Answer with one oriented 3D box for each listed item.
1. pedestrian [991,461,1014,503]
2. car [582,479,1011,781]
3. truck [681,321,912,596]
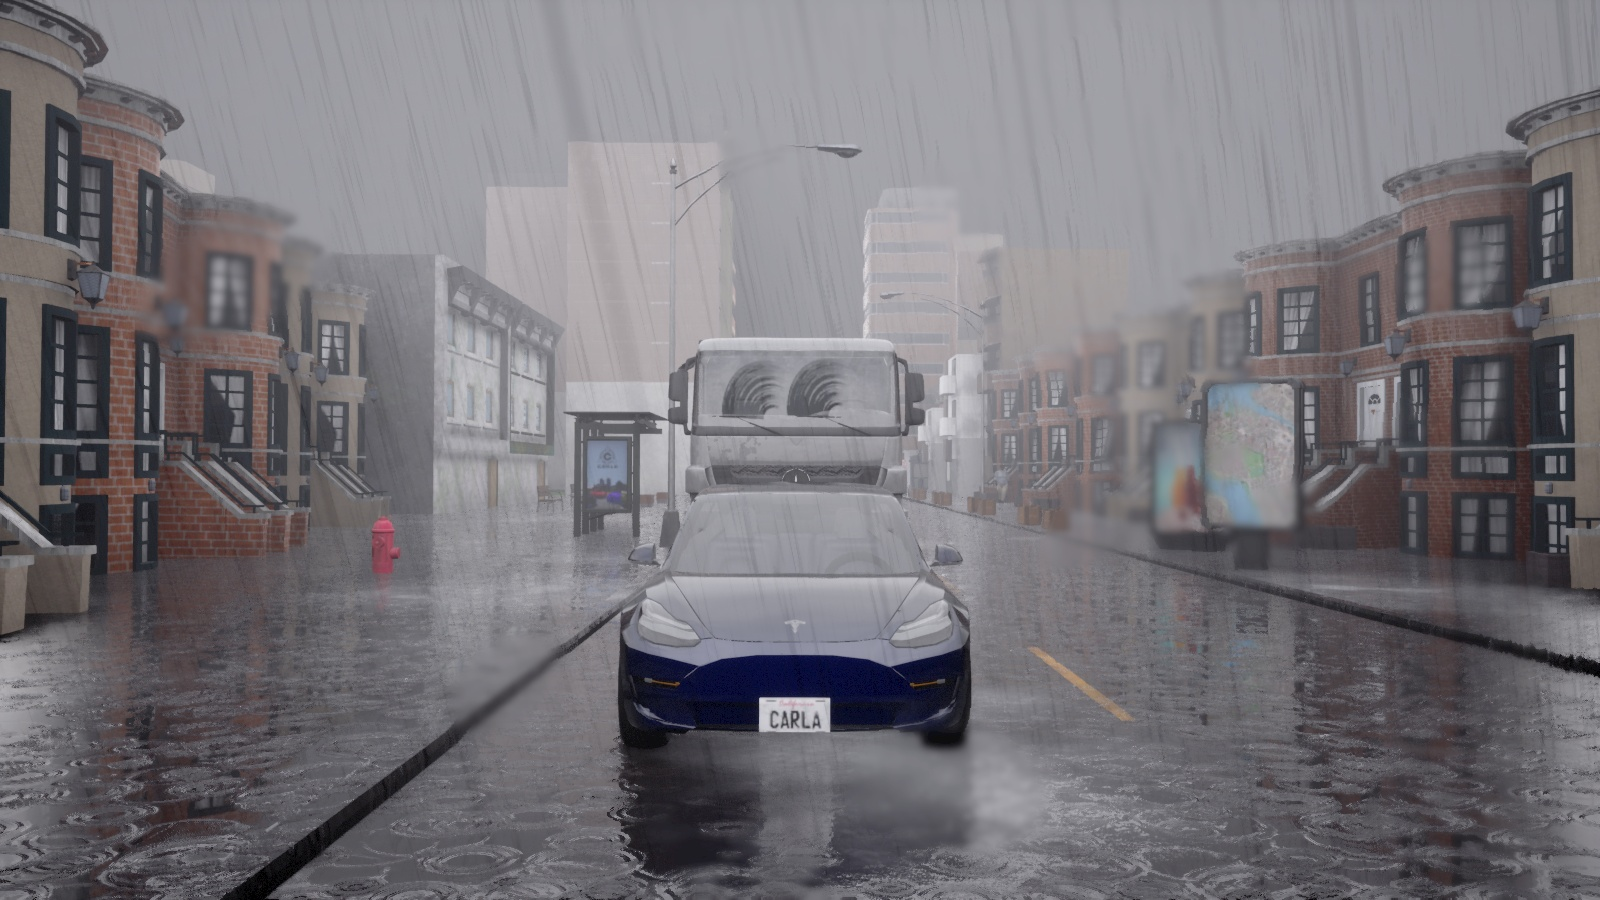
[{"bbox_3d":[9.150,1.439,56.799,0.874,1.855,0.900,0,-1,-2],"label":"pedestrian"},{"bbox_3d":[-0.024,0.961,8.751,2.163,1.488,4.792,0,-1,0],"label":"car"},{"bbox_3d":[-0.057,0.165,19.823,2.891,3.462,7.936,0,-1,0],"label":"truck"}]
